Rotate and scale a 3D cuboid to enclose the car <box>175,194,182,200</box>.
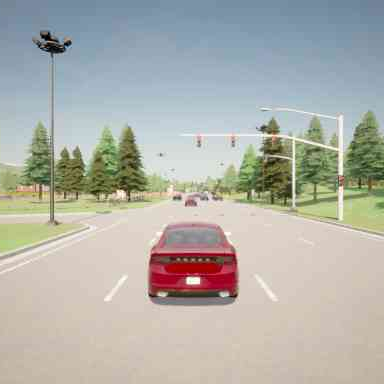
[{"bbox_3d":[-3.802,1.310,94.210,1.882,1.535,5.008,0,0,0],"label":"car"}]

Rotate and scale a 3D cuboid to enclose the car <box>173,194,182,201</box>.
[{"bbox_3d":[-3.768,1.469,83.790,1.882,1.535,5.008,0,0,0],"label":"car"}]

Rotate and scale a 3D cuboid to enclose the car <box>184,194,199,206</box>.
[{"bbox_3d":[-0.170,1.525,53.188,1.812,1.442,4.674,0,0,0],"label":"car"}]

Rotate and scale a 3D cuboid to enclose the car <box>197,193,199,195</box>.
[{"bbox_3d":[3.198,1.357,94.232,2.128,1.511,4.902,0,0,0],"label":"car"}]

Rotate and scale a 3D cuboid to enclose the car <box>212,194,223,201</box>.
[{"bbox_3d":[6.732,1.516,83.824,2.128,1.511,4.902,0,0,0],"label":"car"}]

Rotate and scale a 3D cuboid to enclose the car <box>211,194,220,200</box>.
[{"bbox_3d":[6.698,1.372,94.244,2.033,1.411,5.357,0,0,0],"label":"car"}]

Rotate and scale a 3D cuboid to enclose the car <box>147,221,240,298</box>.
[{"bbox_3d":[0.036,1.478,8.586,1.882,1.535,5.008,0,0,0],"label":"car"}]

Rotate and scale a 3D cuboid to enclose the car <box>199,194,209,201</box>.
[{"bbox_3d":[3.230,1.516,84.229,1.812,1.442,4.674,0,0,0],"label":"car"}]
